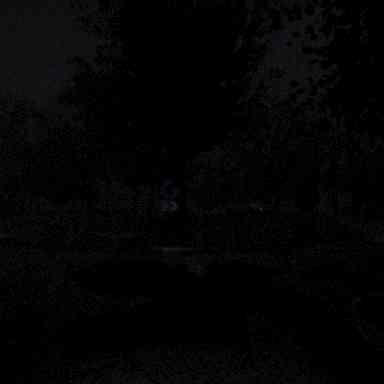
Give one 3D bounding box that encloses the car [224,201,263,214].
[{"bbox_3d":[6.152,1.837,40.062,4.674,1.442,1.812,0,-1,31],"label":"car"}]
